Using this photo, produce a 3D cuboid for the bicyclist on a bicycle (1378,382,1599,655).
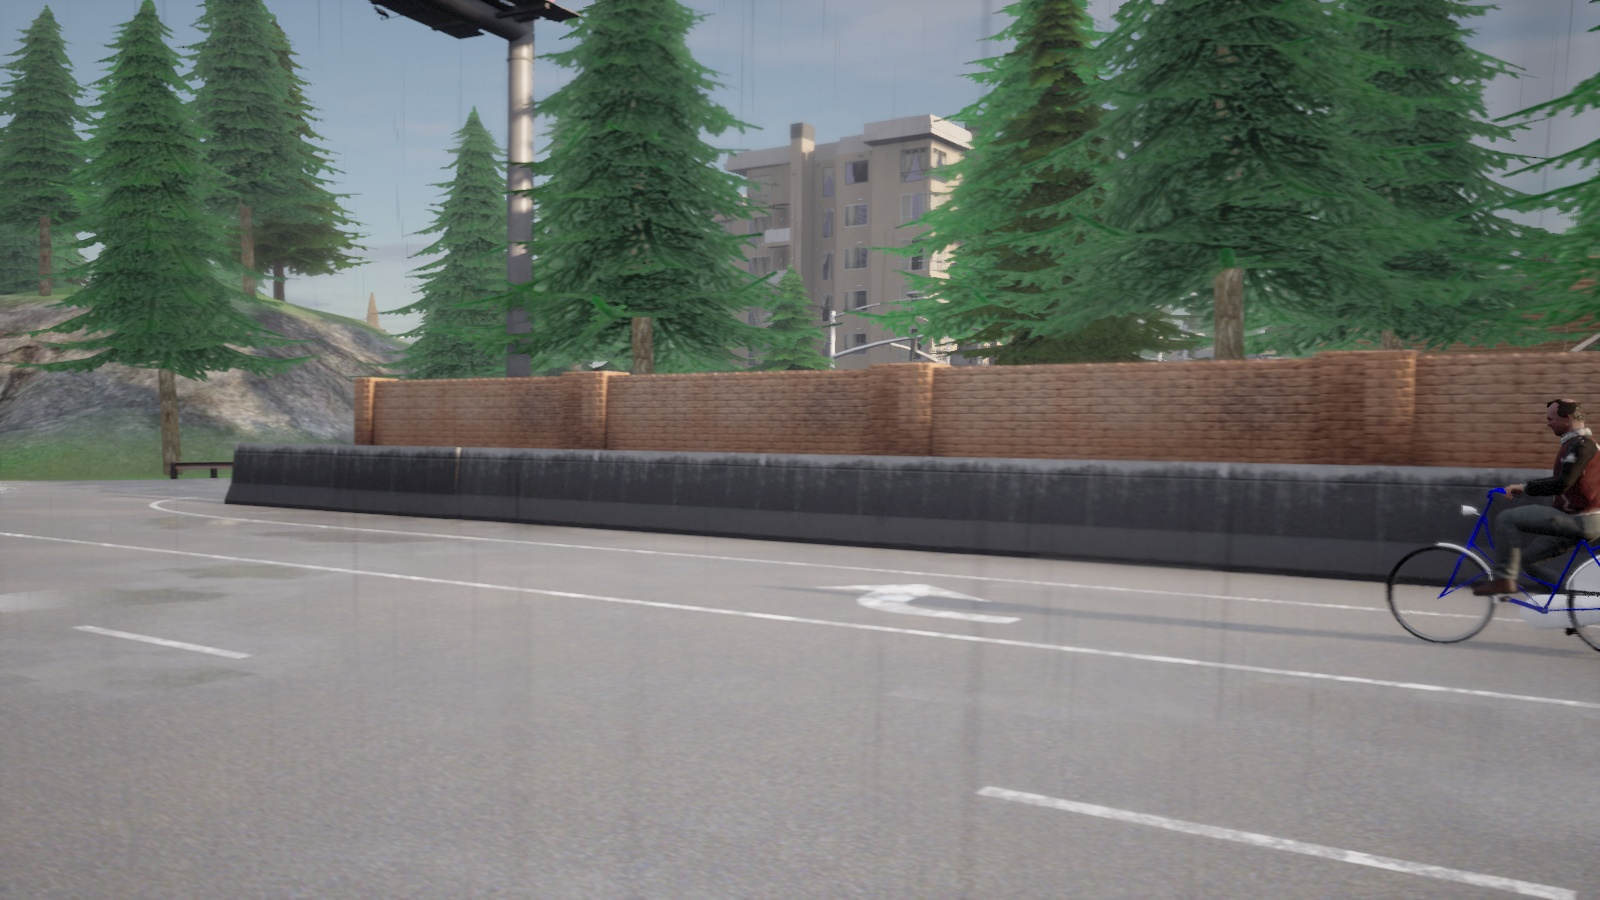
[{"bbox_3d":[5.050,0.438,8.669,1.843,1.776,0.659,0,1,34],"label":"bicyclist on a bicycle"}]
